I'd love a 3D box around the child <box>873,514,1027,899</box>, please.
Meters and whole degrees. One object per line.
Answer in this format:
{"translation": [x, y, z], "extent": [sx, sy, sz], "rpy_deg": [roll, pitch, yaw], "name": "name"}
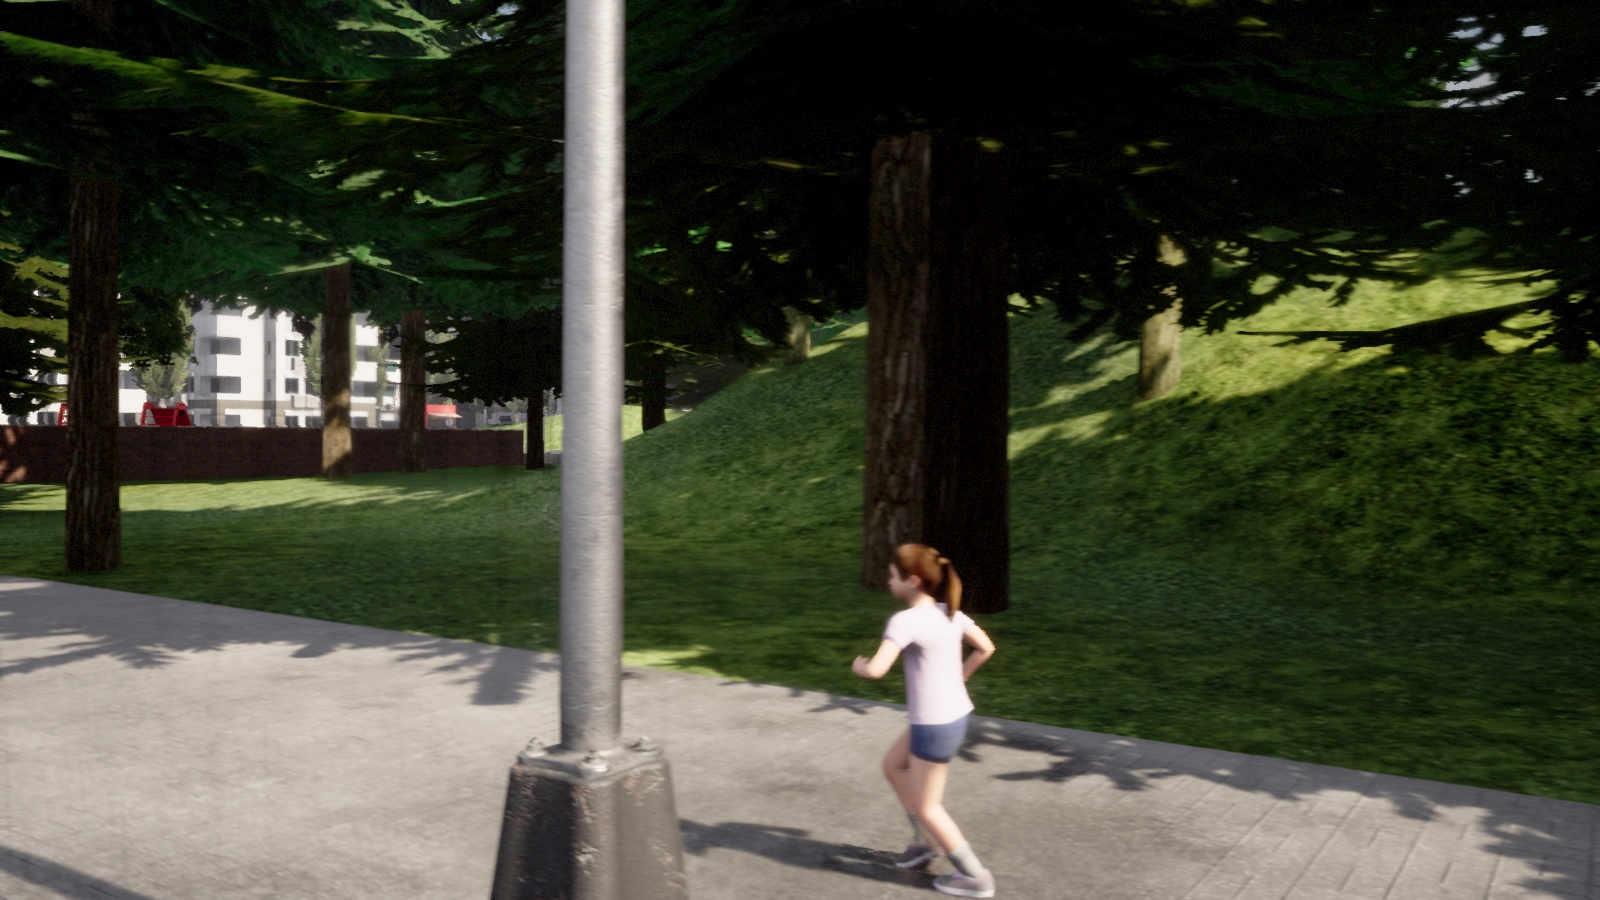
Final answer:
{"translation": [0.461, 0.764, 3.848], "extent": [0.394, 1.110, 0.255], "rpy_deg": [0, 1, 30], "name": "child"}
